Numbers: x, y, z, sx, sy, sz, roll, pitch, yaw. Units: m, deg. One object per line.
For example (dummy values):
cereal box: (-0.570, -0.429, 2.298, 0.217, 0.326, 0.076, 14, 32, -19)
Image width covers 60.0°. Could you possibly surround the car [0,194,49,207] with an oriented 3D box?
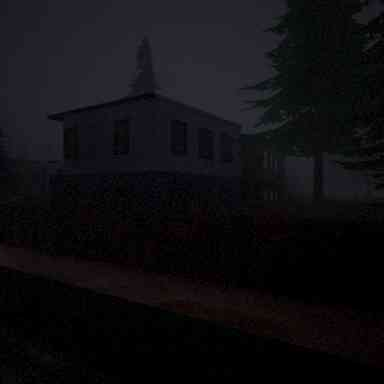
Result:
car: (-14.753, 1.202, 29.594, 2.150, 2.045, 5.566, 0, 0, 27)
